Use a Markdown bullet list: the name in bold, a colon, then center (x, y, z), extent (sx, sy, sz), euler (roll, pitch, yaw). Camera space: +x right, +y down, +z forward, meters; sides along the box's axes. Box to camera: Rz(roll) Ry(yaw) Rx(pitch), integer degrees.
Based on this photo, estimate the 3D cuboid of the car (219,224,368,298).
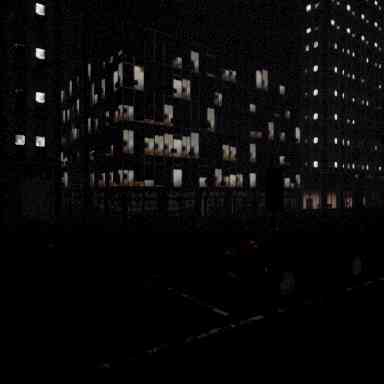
- **car**: center (2.697, 1.542, 8.483), extent (4.507, 1.381, 1.887), euler (0, 0, -35)
